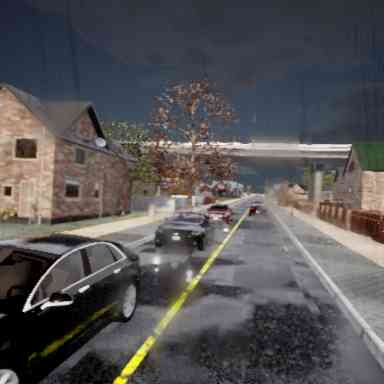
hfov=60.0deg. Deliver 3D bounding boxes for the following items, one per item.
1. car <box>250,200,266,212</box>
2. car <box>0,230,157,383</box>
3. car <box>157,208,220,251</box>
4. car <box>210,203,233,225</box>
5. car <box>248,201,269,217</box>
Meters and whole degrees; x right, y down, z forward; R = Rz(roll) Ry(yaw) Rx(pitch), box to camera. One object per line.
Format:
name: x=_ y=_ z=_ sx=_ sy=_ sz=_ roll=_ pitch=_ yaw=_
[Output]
car: x=9.211 y=1.946 z=46.196 sx=2.033 sy=1.411 sz=5.357 roll=2 pitch=0 yaw=12
car: x=-2.226 y=1.415 z=4.517 sx=1.837 sy=1.490 sz=4.892 roll=2 pitch=0 yaw=13
car: x=-0.185 y=1.566 z=14.356 sx=1.994 sy=1.385 sz=4.181 roll=2 pitch=0 yaw=11
car: x=2.175 y=1.631 z=25.909 sx=1.812 sy=1.442 sz=4.674 roll=2 pitch=0 yaw=12
car: x=6.980 y=1.834 z=35.049 sx=1.812 sy=1.442 sz=4.674 roll=2 pitch=0 yaw=12
